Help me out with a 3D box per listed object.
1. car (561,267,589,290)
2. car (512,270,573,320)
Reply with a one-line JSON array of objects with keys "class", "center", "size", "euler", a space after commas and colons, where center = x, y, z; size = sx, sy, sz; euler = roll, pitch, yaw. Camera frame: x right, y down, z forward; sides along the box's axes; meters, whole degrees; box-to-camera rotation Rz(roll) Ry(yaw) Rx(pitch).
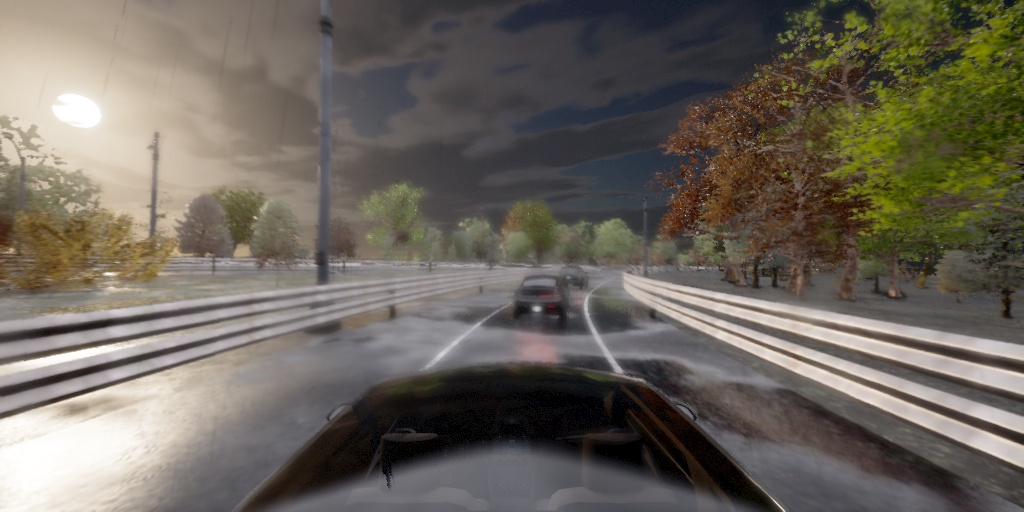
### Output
[{"class": "car", "center": [4.744, 1.603, 27.914], "size": [2.097, 1.767, 4.553], "euler": [0, -1, 18]}, {"class": "car", "center": [1.238, 1.463, 13.759], "size": [1.837, 1.490, 4.892], "euler": [0, -1, 11]}]
